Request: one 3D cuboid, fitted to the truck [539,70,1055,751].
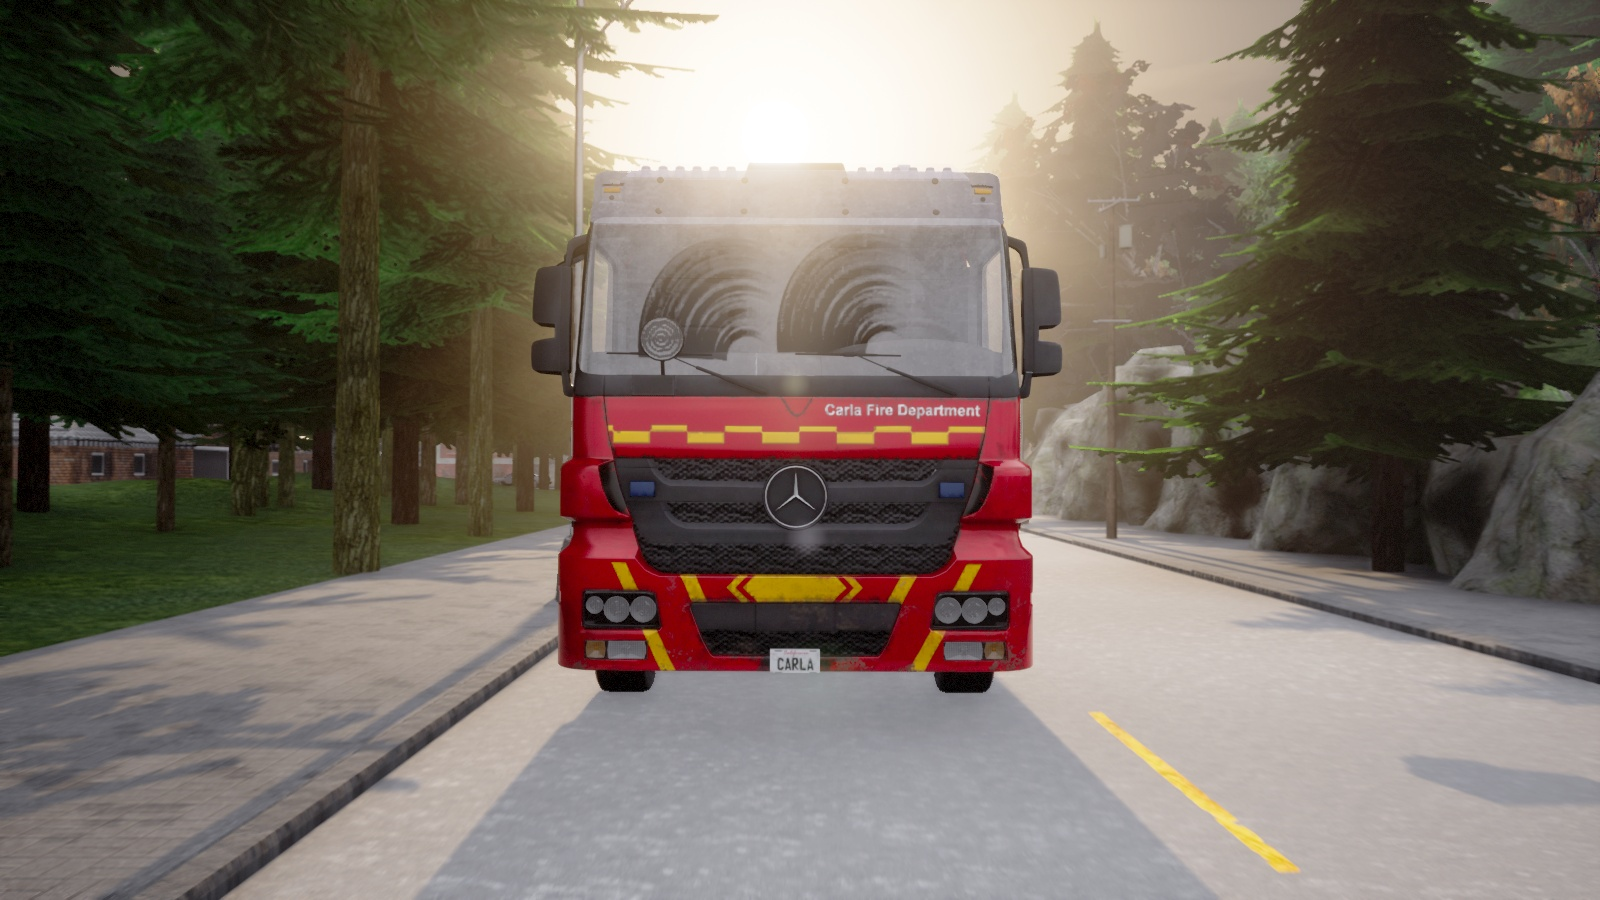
[{"bbox_3d":[-0.031,-0.161,11.301,2.891,3.827,8.468,0,-1,0],"label":"truck"}]
